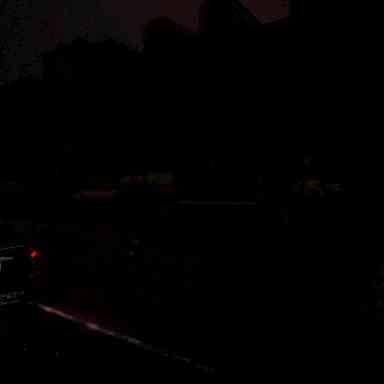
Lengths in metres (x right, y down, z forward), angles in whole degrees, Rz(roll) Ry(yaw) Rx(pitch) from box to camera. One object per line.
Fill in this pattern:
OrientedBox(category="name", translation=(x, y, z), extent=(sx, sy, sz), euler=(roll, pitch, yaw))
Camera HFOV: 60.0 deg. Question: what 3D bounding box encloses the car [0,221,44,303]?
OrientedBox(category="car", translation=(-5.121, 1.300, 6.900), extent=(4.553, 1.767, 2.097), euler=(0, 0, 36))
